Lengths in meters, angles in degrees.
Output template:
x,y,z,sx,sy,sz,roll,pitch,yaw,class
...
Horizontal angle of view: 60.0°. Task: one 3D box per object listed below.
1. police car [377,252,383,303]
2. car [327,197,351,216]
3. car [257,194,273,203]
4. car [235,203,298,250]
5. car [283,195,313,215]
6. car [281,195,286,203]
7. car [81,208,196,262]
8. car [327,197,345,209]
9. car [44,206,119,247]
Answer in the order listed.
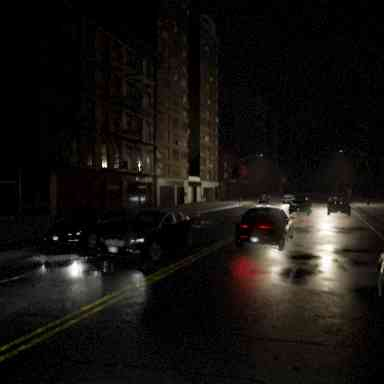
x,y,z,sx,sy,sz,roll,pitch,yaw,class
4.054,1.393,4.950,1.930,1.638,5.238,0,0,22,police car
13.239,1.404,30.096,1.895,1.301,4.718,0,0,23,car
11.401,1.167,51.634,1.837,1.490,4.892,0,1,23,car
3.171,1.415,14.073,1.837,1.490,4.892,0,0,22,car
10.140,1.289,31.007,2.128,1.511,4.902,0,0,22,car
15.218,1.152,52.346,2.128,1.511,4.902,0,0,23,car
-1.396,1.415,12.041,2.128,1.511,4.902,0,0,22,car
17.880,1.329,41.430,1.895,1.301,4.718,0,0,23,car
-4.008,1.415,14.235,1.837,1.490,4.892,0,0,22,car
